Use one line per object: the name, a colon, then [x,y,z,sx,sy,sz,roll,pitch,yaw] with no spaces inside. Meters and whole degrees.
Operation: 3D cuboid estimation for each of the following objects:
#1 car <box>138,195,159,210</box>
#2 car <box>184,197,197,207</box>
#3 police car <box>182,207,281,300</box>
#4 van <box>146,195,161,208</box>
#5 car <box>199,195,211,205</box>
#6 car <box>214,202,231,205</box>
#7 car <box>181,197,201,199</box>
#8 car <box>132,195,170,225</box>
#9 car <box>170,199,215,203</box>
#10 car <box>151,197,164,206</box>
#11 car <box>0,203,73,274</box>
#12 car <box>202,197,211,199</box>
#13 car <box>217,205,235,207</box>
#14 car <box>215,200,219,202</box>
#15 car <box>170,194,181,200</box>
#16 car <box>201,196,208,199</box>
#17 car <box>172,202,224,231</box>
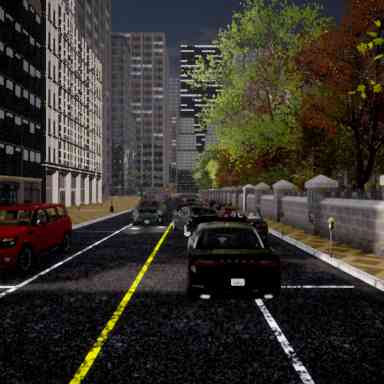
car: [-5.633,1.304,43.922,2.192,1.841,5.009,0,0,0]
car: [-0.215,1.531,53.451,2.033,1.411,5.357,0,0,0]
police car: [0.819,1.424,8.585,1.930,1.638,5.238,0,0,0]
van: [-5.659,1.327,49.463,1.690,1.788,3.998,0,0,0]
car: [2.313,1.418,60.509,1.967,1.590,4.097,0,0,0]
car: [2.499,1.578,21.661,1.802,1.307,4.206,0,0,0]
car: [-0.156,1.515,43.468,1.812,1.442,4.674,0,0,0]
car: [-2.925,1.348,23.814,2.097,1.767,4.553,0,0,0]
car: [0.078,1.501,24.801,1.837,1.490,4.892,0,0,17]
car: [-5.686,1.564,55.004,1.802,1.307,4.206,0,0,0]
car: [-5.475,1.314,10.673,2.192,1.841,5.009,0,0,0]
car: [2.419,1.557,38.310,1.947,1.339,4.313,0,0,0]
car: [2.526,1.548,16.111,2.008,1.369,4.403,0,0,0]
car: [2.472,1.561,27.211,1.947,1.339,4.313,0,0,0]
car: [-3.044,1.536,69.130,1.994,1.385,4.181,0,0,0]
car: [2.366,1.568,49.410,1.802,1.307,4.206,0,0,0]
car: [0.174,1.502,18.208,1.837,1.490,4.892,0,0,-15]
